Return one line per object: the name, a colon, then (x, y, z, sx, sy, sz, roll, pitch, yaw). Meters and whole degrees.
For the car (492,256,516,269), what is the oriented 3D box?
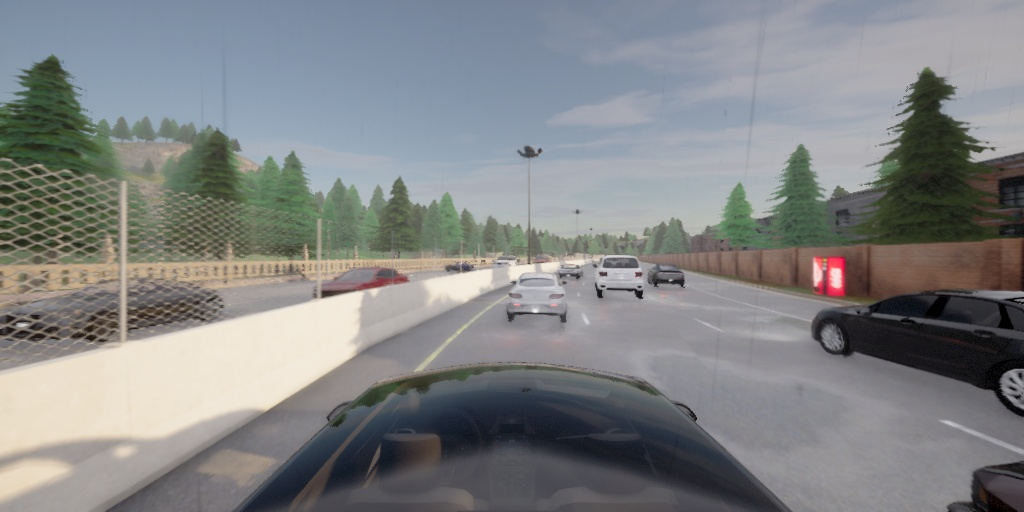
car: (-0.954, 0.972, 49.508, 2.150, 2.045, 5.566, 0, 0, 16)

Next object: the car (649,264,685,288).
car: (10.418, 1.290, 24.491, 2.128, 1.511, 4.902, 0, 0, 14)

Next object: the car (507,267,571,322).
car: (0.911, 1.281, 12.322, 1.812, 1.442, 4.674, 0, 0, 6)

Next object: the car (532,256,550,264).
car: (4.657, 0.993, 56.347, 2.150, 2.045, 5.566, 0, 0, 16)

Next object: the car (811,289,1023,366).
car: (7.346, 1.288, 5.779, 1.837, 1.490, 4.892, 0, 0, 3)

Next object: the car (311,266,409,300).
car: (-6.005, 1.202, 14.791, 1.882, 1.535, 5.008, 0, 0, 8)

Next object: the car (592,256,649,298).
car: (5.495, 0.997, 18.873, 2.150, 2.045, 5.566, 0, 0, 12)

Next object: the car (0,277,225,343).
car: (-10.074, 1.270, 9.480, 1.994, 1.385, 4.181, 0, 0, 5)

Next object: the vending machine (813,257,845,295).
vending machine: (15.883, 1.017, 17.995, 1.100, 2.100, 0.880, 0, 0, 12)

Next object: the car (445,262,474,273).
car: (-6.360, 1.327, 43.322, 1.895, 1.301, 4.718, 0, 0, 16)

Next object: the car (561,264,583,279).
car: (5.416, 1.378, 32.788, 1.895, 1.301, 4.718, 0, 0, 16)
